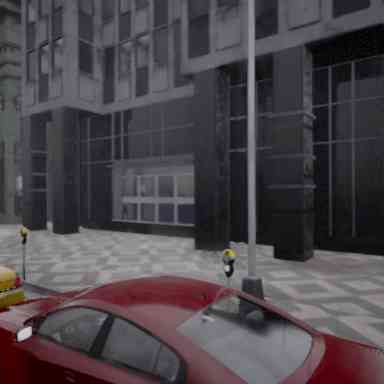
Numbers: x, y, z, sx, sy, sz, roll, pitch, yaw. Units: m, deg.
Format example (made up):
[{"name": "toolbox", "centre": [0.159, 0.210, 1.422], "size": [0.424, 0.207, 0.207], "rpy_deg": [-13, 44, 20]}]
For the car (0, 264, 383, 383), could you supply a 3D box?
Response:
[{"name": "car", "centre": [-0.539, 1.562, 3.344], "size": [4.507, 1.381, 1.887], "rpy_deg": [-1, 0, 35]}]
